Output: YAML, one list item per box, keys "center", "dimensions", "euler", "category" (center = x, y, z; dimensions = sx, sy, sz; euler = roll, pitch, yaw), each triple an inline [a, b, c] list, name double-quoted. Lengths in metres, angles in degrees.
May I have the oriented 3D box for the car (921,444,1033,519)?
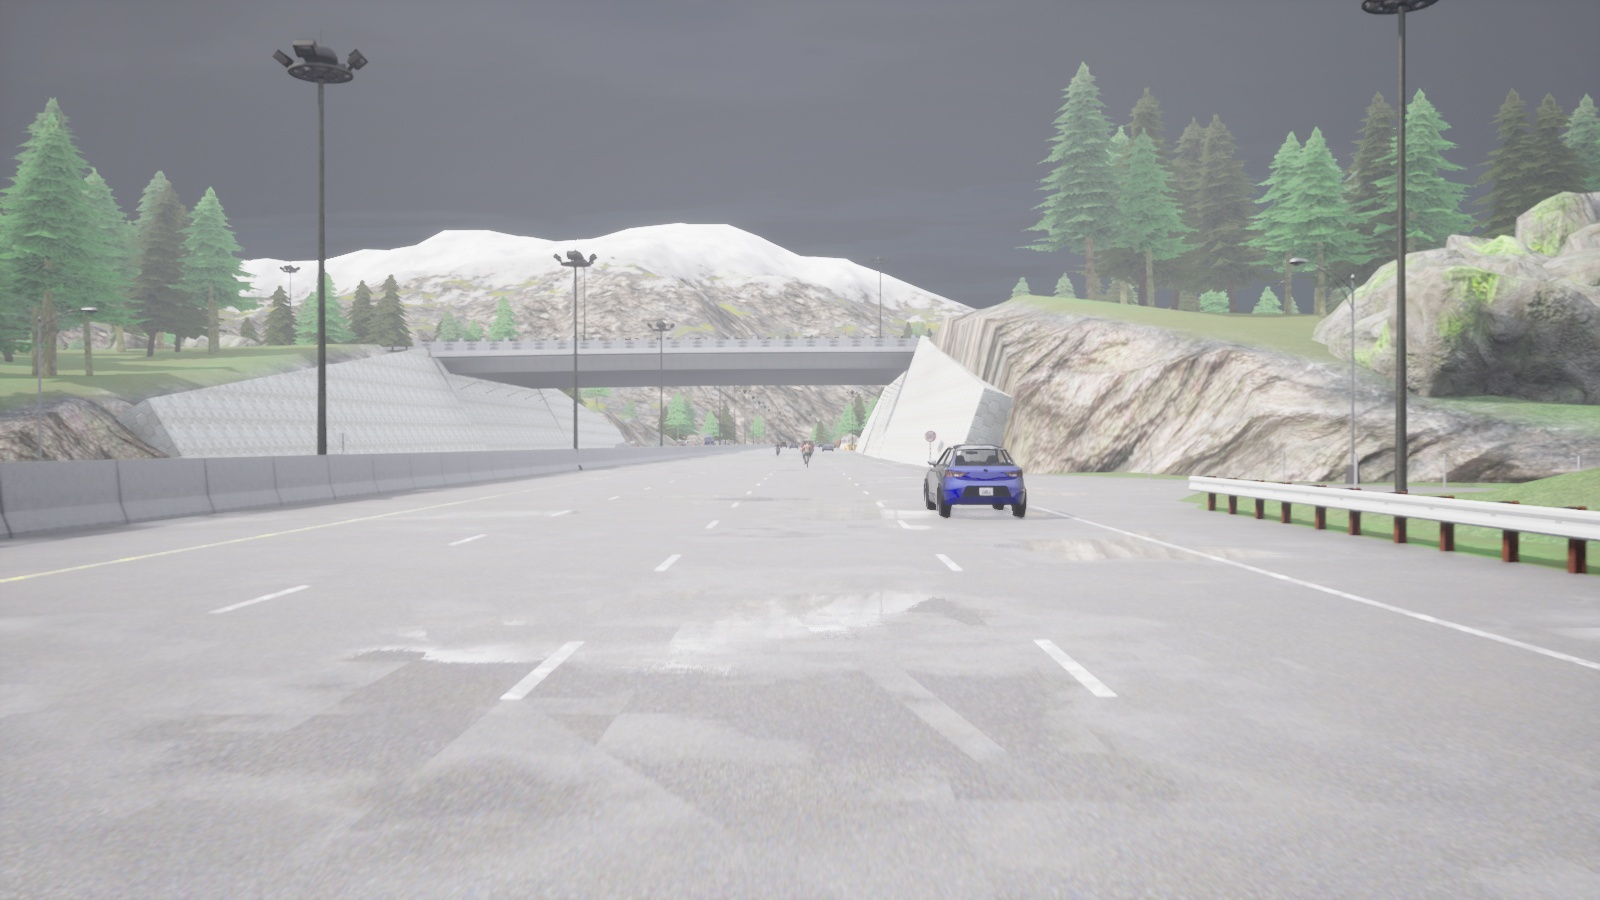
- center: [3.667, 0.613, 26.712]
  dimensions: [1.816, 1.474, 4.193]
  euler: [0, 0, 0]
  category: "car"
